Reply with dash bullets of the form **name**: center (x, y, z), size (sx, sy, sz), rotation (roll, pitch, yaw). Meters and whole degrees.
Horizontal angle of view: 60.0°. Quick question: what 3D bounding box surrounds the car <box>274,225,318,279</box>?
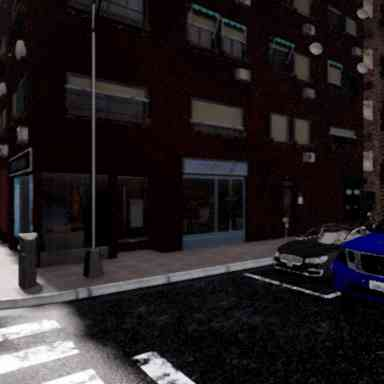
- **car**: center (4.222, 1.582, 9.566), size (4.403, 1.369, 2.008), rotation (0, 0, -35)

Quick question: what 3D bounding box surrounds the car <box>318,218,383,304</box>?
- **car**: center (5.403, 1.251, 7.229), size (5.566, 2.045, 2.150), rotation (0, 0, -36)
